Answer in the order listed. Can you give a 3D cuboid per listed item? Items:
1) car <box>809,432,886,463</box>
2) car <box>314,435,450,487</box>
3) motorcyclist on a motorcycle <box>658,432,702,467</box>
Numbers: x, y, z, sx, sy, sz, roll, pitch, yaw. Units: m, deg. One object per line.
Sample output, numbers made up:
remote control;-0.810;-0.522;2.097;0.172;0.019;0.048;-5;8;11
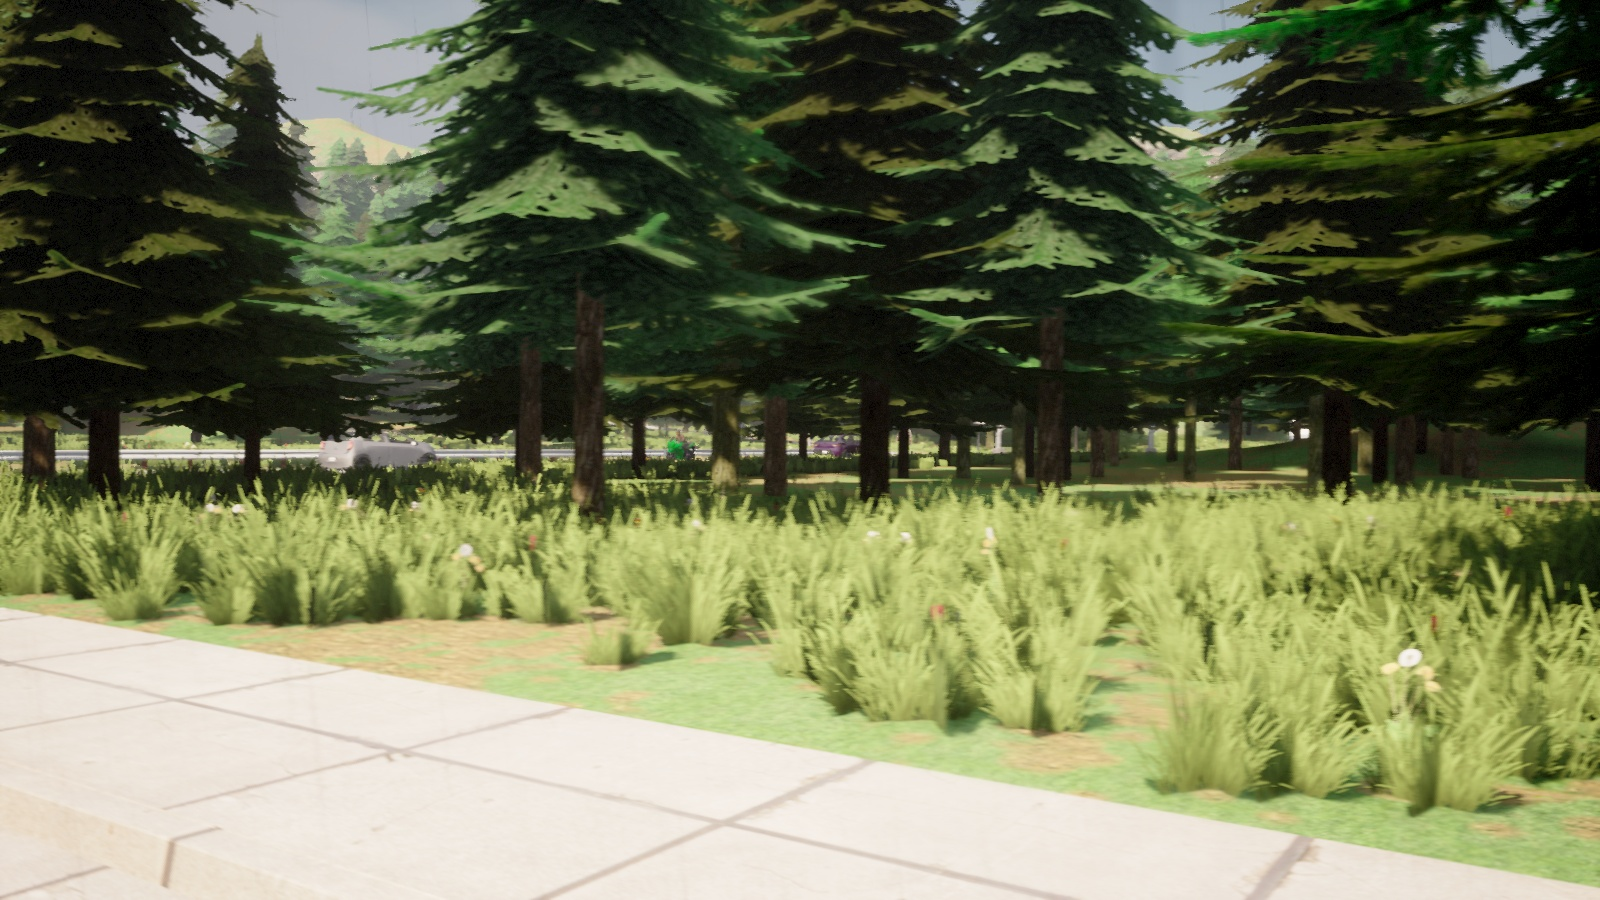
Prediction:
car;2.368;-0.148;61.909;1.816;1.474;4.193;0;1;35
car;-12.970;0.302;39.111;1.845;1.501;3.633;0;1;33
motorcyclist on a motorcycle;-5.421;-0.040;56.824;0.797;1.523;2.044;0;1;35
